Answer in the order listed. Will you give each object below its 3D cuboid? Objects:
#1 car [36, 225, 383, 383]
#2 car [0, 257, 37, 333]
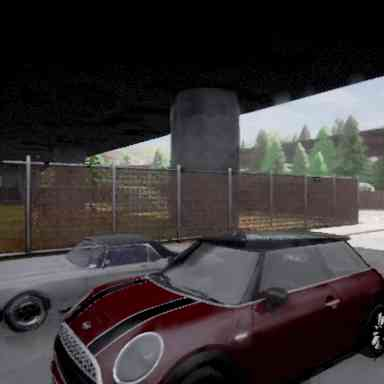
[{"bbox_3d":[0.644,1.363,4.421,4.553,1.767,2.097,1,0,-35],"label":"car"},{"bbox_3d":[-1.883,1.606,6.923,4.718,1.301,1.895,0,0,-35],"label":"car"}]
